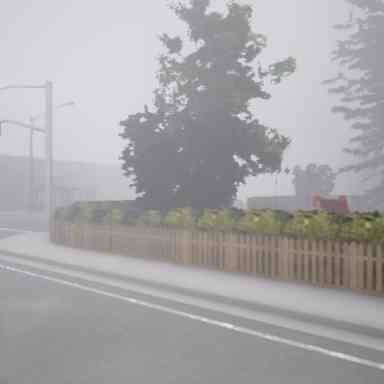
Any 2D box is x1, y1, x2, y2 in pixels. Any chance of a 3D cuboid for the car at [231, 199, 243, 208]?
[{"bbox_3d":[5.738,1.516,48.178,2.128,1.511,4.902,0,0,36],"label":"car"}]
